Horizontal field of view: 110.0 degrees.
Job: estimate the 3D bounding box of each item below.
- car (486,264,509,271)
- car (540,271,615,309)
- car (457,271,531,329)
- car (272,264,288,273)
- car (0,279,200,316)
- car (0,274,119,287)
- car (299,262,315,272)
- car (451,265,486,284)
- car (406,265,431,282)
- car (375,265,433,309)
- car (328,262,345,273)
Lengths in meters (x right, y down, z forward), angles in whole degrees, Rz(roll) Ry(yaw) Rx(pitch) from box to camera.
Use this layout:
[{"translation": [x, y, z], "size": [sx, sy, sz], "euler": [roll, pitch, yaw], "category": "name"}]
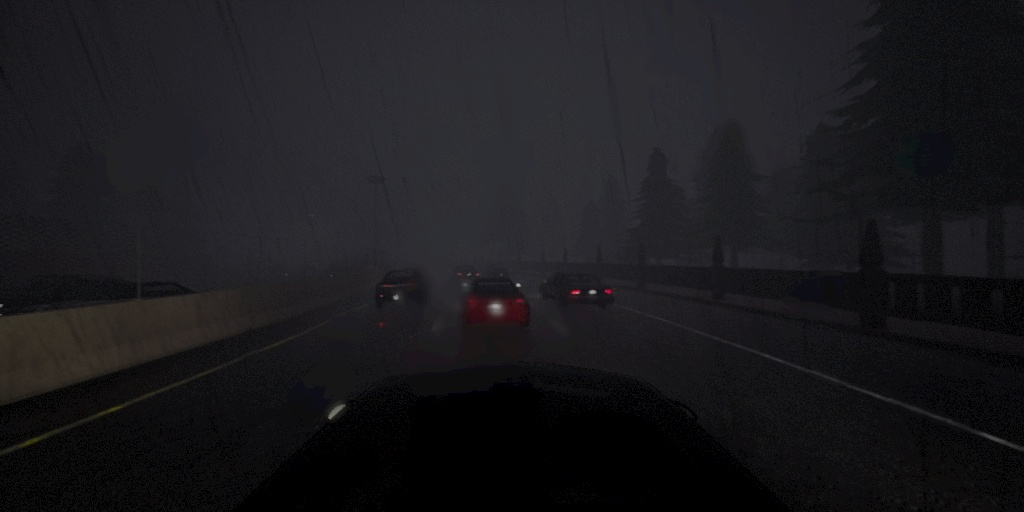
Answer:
[{"translation": [-1.610, 1.466, 33.934], "size": [1.812, 1.442, 4.674], "euler": [0, 0, -17], "category": "car"}, {"translation": [2.569, 1.365, 15.352], "size": [2.033, 1.411, 5.357], "euler": [0, 0, -7], "category": "car"}, {"translation": [-0.605, 1.373, 11.660], "size": [1.994, 1.385, 4.181], "euler": [0, 0, -6], "category": "car"}, {"translation": [-34.400, 1.785, 53.067], "size": [1.895, 1.301, 4.718], "euler": [0, 0, -35], "category": "car"}, {"translation": [-11.076, 1.446, 10.299], "size": [1.895, 1.301, 4.718], "euler": [0, 0, -6], "category": "car"}, {"translation": [-14.795, 1.359, 11.618], "size": [2.128, 1.511, 4.902], "euler": [0, 0, -7], "category": "car"}, {"translation": [-31.573, 1.677, 55.073], "size": [2.128, 1.511, 4.902], "euler": [0, 0, -35], "category": "car"}, {"translation": [-3.883, 1.472, 29.545], "size": [2.033, 1.411, 5.357], "euler": [0, 0, -16], "category": "car"}, {"translation": [-8.681, 1.528, 33.054], "size": [1.994, 1.385, 4.181], "euler": [0, 0, -17], "category": "car"}, {"translation": [-4.592, 1.340, 15.621], "size": [2.128, 1.511, 4.902], "euler": [0, 0, -8], "category": "car"}, {"translation": [-26.356, 1.680, 53.532], "size": [1.812, 1.442, 4.674], "euler": [0, 0, -32], "category": "car"}]
